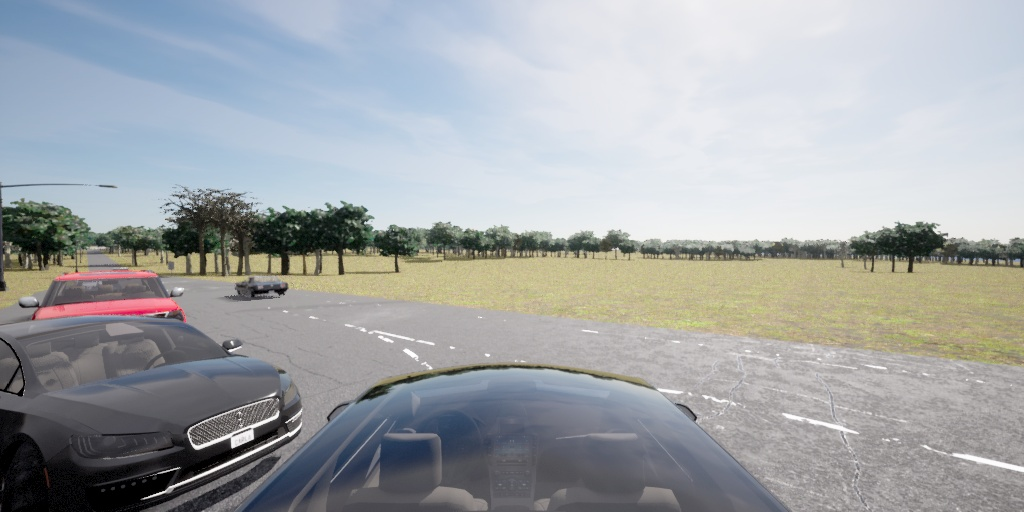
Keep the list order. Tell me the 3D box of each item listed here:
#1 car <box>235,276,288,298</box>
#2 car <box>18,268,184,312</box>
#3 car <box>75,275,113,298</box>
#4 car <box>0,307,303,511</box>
[{"bbox_3d":[-16.554,1.971,23.572,4.718,1.301,1.895,-2,0,40],"label":"car"},{"bbox_3d":[-9.578,1.385,8.536,5.566,2.045,2.150,-2,0,40],"label":"car"},{"bbox_3d":[-32.469,2.302,27.852,4.674,1.442,1.812,-2,0,40],"label":"car"},{"bbox_3d":[-4.608,1.445,3.953,4.892,1.490,1.837,-3,-3,20],"label":"car"}]
